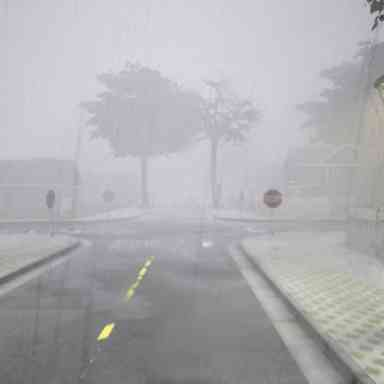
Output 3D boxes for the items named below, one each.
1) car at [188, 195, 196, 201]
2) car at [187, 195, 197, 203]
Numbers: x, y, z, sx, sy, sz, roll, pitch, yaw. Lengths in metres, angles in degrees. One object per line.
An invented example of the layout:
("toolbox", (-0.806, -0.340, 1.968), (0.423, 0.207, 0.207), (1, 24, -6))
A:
("car", (0.011, 1.372, 74.968), (1.895, 1.301, 4.718), (0, 0, 0))
("car", (0.010, 1.463, 64.935), (1.812, 1.442, 4.674), (0, 0, 0))
